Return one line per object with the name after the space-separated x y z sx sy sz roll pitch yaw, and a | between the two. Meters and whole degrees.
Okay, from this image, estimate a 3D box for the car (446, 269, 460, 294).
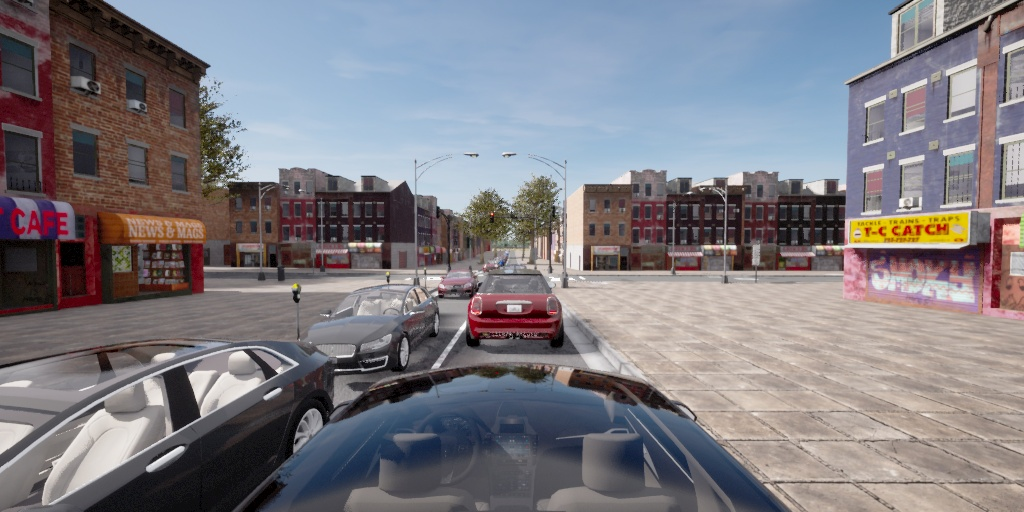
-2.617 1.332 18.340 1.802 1.307 4.207 0 0 0 | car

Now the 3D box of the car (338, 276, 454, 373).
-2.632 1.298 7.446 2.007 1.370 4.403 0 0 0 | car

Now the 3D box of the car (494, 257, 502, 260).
-2.578 1.233 45.116 1.967 1.591 4.097 0 0 0 | car

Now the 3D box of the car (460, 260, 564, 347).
0.109 1.099 9.491 2.097 1.767 4.553 0 0 2 | car

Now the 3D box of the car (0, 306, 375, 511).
-2.640 1.300 1.998 2.007 1.370 4.403 0 0 0 | car
